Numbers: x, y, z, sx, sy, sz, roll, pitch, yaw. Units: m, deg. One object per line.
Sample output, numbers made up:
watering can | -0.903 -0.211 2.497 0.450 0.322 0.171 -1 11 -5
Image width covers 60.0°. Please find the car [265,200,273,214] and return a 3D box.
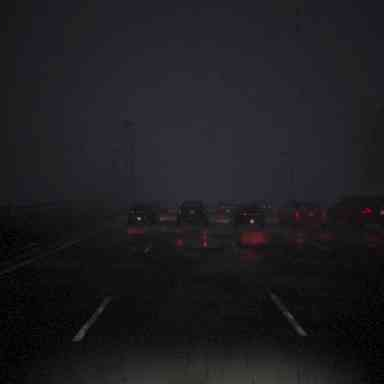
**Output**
car | 7.023 1.520 34.963 2.033 1.411 5.357 0 0 0

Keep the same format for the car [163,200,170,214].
car | -3.471 1.499 34.225 1.812 1.442 4.674 0 0 0

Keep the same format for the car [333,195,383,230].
car | 10.521 1.207 20.984 2.150 2.045 5.566 0 0 1

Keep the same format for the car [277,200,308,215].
car | 10.521 1.574 35.202 1.895 1.301 4.718 0 0 0

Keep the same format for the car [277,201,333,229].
car | 7.029 1.336 21.701 2.097 1.767 4.553 0 0 0

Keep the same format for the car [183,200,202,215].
car | 0.022 1.574 34.780 1.895 1.301 4.718 0 0 0

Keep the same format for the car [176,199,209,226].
car | 0.045 1.334 23.319 2.097 1.767 4.553 0 0 1

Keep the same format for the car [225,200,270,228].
car | 3.530 1.487 21.862 1.837 1.490 4.892 0 0 0

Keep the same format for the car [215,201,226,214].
car | 3.521 1.574 34.865 1.895 1.301 4.718 0 0 0

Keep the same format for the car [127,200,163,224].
car | -3.450 1.487 24.221 1.837 1.490 4.892 0 0 0
